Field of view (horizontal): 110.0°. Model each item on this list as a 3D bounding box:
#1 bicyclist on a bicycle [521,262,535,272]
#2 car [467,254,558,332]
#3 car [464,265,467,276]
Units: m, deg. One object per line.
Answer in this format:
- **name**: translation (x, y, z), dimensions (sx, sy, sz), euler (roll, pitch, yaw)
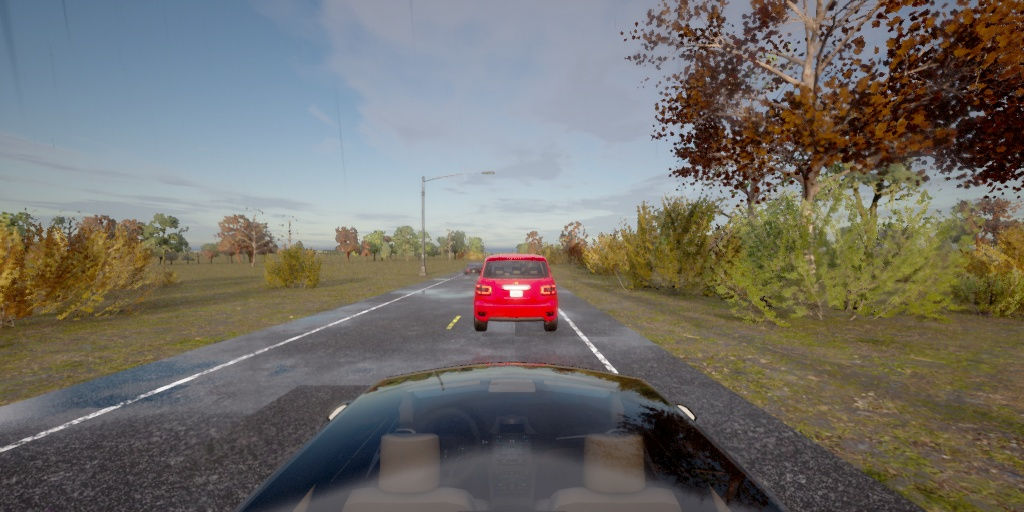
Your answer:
- **bicyclist on a bicycle**: translation (0.946, 1.114, 18.745), dimensions (0.659, 1.776, 1.843), euler (0, 0, 0)
- **car**: translation (0.093, 0.968, 11.039), dimensions (2.150, 2.045, 5.566), euler (0, 0, 0)
- **car**: translation (-3.700, 1.302, 36.418), dimensions (1.994, 1.385, 4.181), euler (0, 0, 0)
